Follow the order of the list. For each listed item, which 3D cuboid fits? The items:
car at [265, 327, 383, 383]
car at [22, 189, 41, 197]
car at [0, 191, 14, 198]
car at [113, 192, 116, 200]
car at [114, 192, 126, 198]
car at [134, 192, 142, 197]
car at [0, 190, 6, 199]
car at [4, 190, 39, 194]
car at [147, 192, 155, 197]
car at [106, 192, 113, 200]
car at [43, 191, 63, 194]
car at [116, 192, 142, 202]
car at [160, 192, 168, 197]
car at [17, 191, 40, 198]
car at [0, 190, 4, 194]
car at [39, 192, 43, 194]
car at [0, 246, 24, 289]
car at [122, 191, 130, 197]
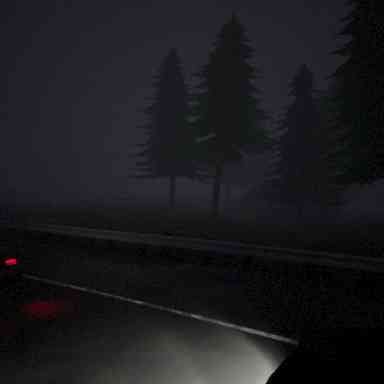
[{"bbox_3d":[2.998,1.570,1.608,5.357,1.411,2.033,1,1,36],"label":"car"},{"bbox_3d":[-38.609,0.238,79.997,2.097,1.767,4.553,1,0,5],"label":"car"},{"bbox_3d":[-39.826,0.532,69.841,1.994,1.385,4.181,1,0,13],"label":"car"},{"bbox_3d":[-12.561,0.701,63.554,2.097,1.767,4.553,1,1,12],"label":"car"},{"bbox_3d":[-17.596,0.667,81.979,2.128,1.511,4.902,1,0,-3],"label":"car"},{"bbox_3d":[-14.455,0.659,89.418,2.033,1.411,5.357,1,0,-7],"label":"car"},{"bbox_3d":[-38.030,0.410,62.992,2.097,1.767,4.553,1,0,19],"label":"car"},{"bbox_3d":[-31.282,0.627,61.089,1.882,1.535,5.008,1,0,19],"label":"car"},{"bbox_3d":[-10.877,0.692,88.506,1.812,1.442,4.674,1,0,-7],"label":"car"},{"bbox_3d":[-15.469,0.793,66.448,1.837,1.490,4.892,2,0,10],"label":"car"},{"bbox_3d":[-28.892,0.636,71.195,2.033,1.411,5.357,1,0,9],"label":"car"},{"bbox_3d":[-10.561,0.928,56.807,1.837,1.490,4.892,1,0,16],"label":"car"},{"bbox_3d":[-7.299,0.769,87.733,1.994,1.385,4.181,1,0,-7],"label":"car"},{"bbox_3d":[-35.716,0.528,72.917,2.128,1.511,4.902,1,0,9],"label":"car"},{"bbox_3d":[-34.258,0.637,63.283,2.033,1.411,5.357,1,0,16],"label":"car"},{"bbox_3d":[-32.122,0.580,73.502,2.033,1.411,5.357,1,0,9],"label":"car"},{"bbox_3d":[-6.080,1.420,7.348,5.357,1.411,2.033,1,1,29],"label":"car"},{"bbox_3d":[-18.199,0.595,91.963,2.033,1.411,5.357,1,0,-11],"label":"car"}]
